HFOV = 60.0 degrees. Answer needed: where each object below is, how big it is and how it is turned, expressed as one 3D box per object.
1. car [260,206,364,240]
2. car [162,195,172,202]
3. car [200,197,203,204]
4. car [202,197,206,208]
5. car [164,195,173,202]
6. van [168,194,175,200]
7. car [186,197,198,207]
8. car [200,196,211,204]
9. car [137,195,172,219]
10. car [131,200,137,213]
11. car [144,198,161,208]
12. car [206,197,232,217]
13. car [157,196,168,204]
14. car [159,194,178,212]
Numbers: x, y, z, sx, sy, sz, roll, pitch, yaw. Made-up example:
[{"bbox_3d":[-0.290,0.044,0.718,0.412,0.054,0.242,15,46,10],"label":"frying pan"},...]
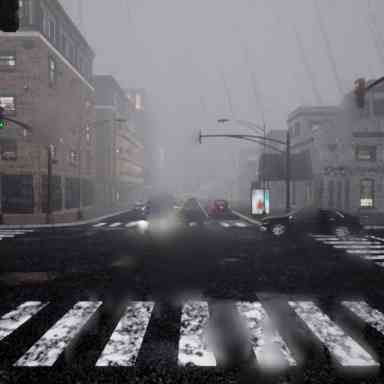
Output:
[{"bbox_3d":[5.950,1.500,16.820,4.892,1.490,1.837,0,1,14],"label":"car"},{"bbox_3d":[-5.807,1.493,77.349,1.967,1.590,4.097,0,0,0],"label":"car"},{"bbox_3d":[2.616,1.568,48.892,2.008,1.369,4.403,0,0,0],"label":"car"},{"bbox_3d":[2.624,1.595,43.195,1.802,1.307,4.206,0,0,0],"label":"car"},{"bbox_3d":[-5.814,1.587,82.876,1.752,1.417,4.829,-1,0,0],"label":"car"},{"bbox_3d":[-5.832,1.425,94.440,1.690,1.788,3.998,-1,0,0],"label":"van"},{"bbox_3d":[0.025,1.547,53.008,1.812,1.442,4.674,0,0,0],"label":"car"},{"bbox_3d":[2.592,1.587,65.981,2.008,1.369,4.403,-1,0,0],"label":"car"},{"bbox_3d":[-3.139,1.354,28.929,2.097,1.767,4.553,0,0,0],"label":"car"},{"bbox_3d":[-5.748,1.559,37.474,2.008,1.369,4.403,0,0,0],"label":"car"},{"bbox_3d":[-5.764,1.568,48.867,2.008,1.369,4.403,0,0,0],"label":"car"},{"bbox_3d":[2.639,1.444,31.801,1.967,1.590,4.097,0,0,0],"label":"car"},{"bbox_3d":[-5.789,1.562,65.787,1.752,1.417,4.829,0,0,0],"label":"car"},{"bbox_3d":[-3.155,1.229,39.772,2.150,2.045,5.566,0,0,-1],"label":"car"}]
